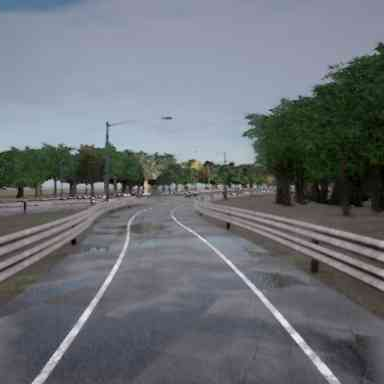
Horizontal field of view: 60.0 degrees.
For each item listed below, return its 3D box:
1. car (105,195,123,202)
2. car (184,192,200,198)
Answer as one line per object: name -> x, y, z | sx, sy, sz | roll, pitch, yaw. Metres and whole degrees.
car -> -13.573, 1.233, 60.164 | 1.882, 1.535, 5.008 | 0, 2, 32
car -> 0.077, 0.736, 82.434 | 1.895, 1.301, 4.718 | 0, 2, 32
